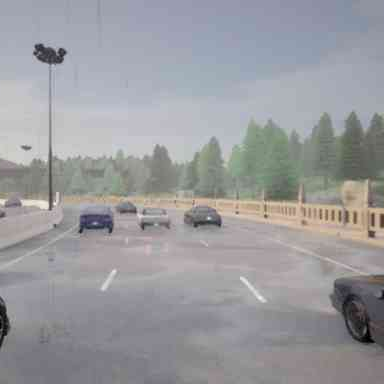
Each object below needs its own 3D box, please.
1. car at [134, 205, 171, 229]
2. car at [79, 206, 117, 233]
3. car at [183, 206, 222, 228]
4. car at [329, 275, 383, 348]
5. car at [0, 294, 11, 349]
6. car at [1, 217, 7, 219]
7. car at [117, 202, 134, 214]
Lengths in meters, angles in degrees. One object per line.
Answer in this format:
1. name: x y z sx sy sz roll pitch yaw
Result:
1. car: -2.700 1.731 22.748 1.895 1.301 4.718 0 0 -13
2. car: -5.892 1.610 20.957 1.882 1.535 5.008 0 0 -12
3. car: 0.661 1.685 23.543 1.994 1.385 4.181 0 0 -13
4. car: 3.432 1.553 3.432 2.033 1.411 5.357 0 0 -2
5. car: -3.644 1.596 3.266 1.994 1.385 4.181 0 0 -2
6. car: -13.260 1.638 20.912 1.882 1.535 5.008 0 0 -14
7. car: -7.732 1.796 38.634 1.994 1.385 4.181 0 0 -22
